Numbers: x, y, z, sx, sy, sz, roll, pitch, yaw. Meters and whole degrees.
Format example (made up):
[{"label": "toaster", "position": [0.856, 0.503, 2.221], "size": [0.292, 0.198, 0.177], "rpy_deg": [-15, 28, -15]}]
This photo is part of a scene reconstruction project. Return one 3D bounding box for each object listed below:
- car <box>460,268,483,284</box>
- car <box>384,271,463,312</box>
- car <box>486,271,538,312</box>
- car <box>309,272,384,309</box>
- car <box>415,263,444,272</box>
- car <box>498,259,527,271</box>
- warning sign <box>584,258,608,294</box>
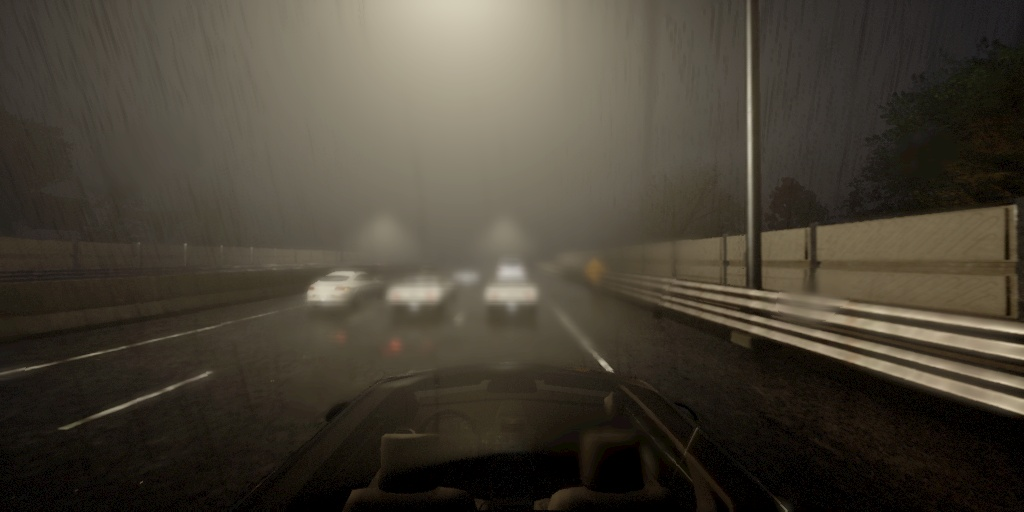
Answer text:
[{"label": "car", "position": [-3.486, 1.656, 30.108], "size": [1.895, 1.301, 4.718], "rpy_deg": [0, -1, 1]}, {"label": "car", "position": [-3.483, 1.495, 15.103], "size": [1.895, 1.301, 4.718], "rpy_deg": [0, -1, 0]}, {"label": "car", "position": [0.017, 1.495, 15.109], "size": [1.895, 1.301, 4.718], "rpy_deg": [0, -1, 0]}, {"label": "car", "position": [-6.978, 1.426, 15.738], "size": [1.812, 1.442, 4.674], "rpy_deg": [0, 0, 0]}, {"label": "car", "position": [-6.984, 1.565, 30.339], "size": [1.837, 1.490, 4.892], "rpy_deg": [0, 0, 0]}, {"label": "car", "position": [0.008, 1.273, 29.457], "size": [2.150, 2.045, 5.566], "rpy_deg": [0, 0, 0]}, {"label": "warning sign", "position": [4.547, 1.054, 19.297], "size": [1.300, 1.860, 1.060], "rpy_deg": [0, 0, 0]}]
